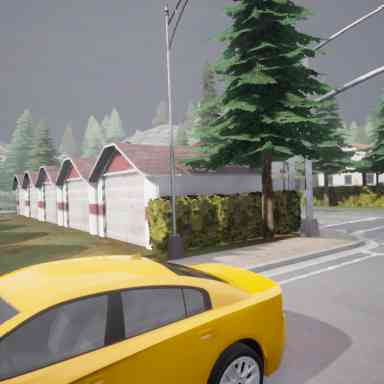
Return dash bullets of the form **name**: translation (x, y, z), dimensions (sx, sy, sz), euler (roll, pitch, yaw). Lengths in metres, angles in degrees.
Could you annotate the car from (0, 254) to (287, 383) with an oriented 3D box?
- **car**: translation (-1.261, 1.451, 3.087), dimensions (5.008, 1.535, 1.882), euler (-2, 1, -35)
